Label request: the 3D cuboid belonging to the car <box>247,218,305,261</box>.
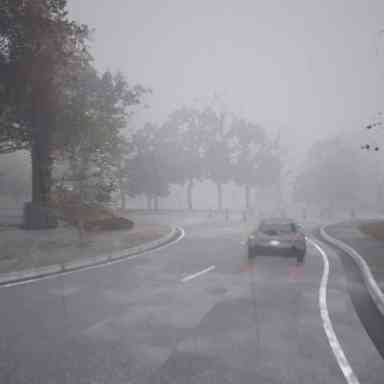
[{"bbox_3d":[3.346,1.696,13.032,1.994,1.385,4.181,0,-1,17],"label":"car"}]
